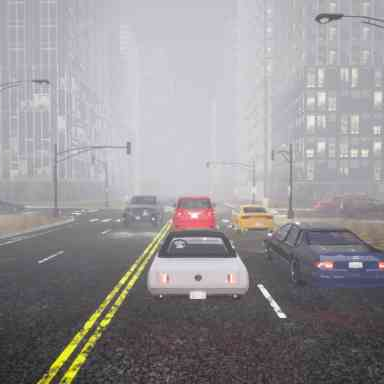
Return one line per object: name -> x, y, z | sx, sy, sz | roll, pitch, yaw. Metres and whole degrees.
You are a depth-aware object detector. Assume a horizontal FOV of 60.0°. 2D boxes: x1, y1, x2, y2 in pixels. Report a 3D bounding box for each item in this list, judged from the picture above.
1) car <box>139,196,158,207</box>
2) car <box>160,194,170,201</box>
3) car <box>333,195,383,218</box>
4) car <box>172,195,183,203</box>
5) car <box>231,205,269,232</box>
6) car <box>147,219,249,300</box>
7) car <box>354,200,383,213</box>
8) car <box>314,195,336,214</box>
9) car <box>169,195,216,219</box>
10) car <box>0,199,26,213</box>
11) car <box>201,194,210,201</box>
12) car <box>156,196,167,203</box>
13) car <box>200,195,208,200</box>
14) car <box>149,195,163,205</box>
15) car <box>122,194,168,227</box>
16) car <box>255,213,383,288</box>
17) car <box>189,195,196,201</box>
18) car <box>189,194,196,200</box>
car -> -6.541, 1.454, 50.715 | 2.128, 1.511, 4.902 | 0, 0, 0
car -> -6.415, 1.279, 80.589 | 2.097, 1.767, 4.553 | 0, 0, 0
car -> 16.234, 1.517, 30.731 | 5.009, 1.841, 2.192 | 1, 0, 1
car -> -3.175, 1.462, 71.497 | 2.128, 1.511, 4.902 | 0, 0, 0
car -> 3.374, 1.467, 19.146 | 1.882, 1.535, 5.008 | 0, 0, 1
car -> 0.110, 1.597, 8.300 | 1.895, 1.301, 4.718 | 0, 0, 0
car -> 21.851, 1.641, 39.012 | 4.829, 1.417, 1.752 | 1, 0, 1
car -> 16.431, 1.326, 36.516 | 5.566, 2.045, 2.150 | 0, 1, 1
car -> 0.119, 1.211, 18.059 | 2.150, 2.045, 5.566 | 0, 0, 0
car -> -19.357, 1.406, 33.943 | 4.181, 1.385, 1.994 | 1, 1, 1
car -> 3.337, 1.400, 82.011 | 1.882, 1.535, 5.008 | 0, 0, 0
car -> -6.425, 1.491, 70.289 | 1.994, 1.385, 4.181 | 0, 0, 0
car -> 3.349, 1.444, 92.370 | 2.033, 1.411, 5.357 | 0, 0, 0
car -> -6.490, 1.429, 60.389 | 1.882, 1.535, 5.008 | 0, 0, -1
car -> -3.213, 1.203, 22.813 | 2.150, 2.045, 5.566 | 0, 0, 1
car -> 3.364, 1.543, 9.327 | 2.033, 1.411, 5.357 | 0, 0, 0
car -> 0.087, 1.446, 82.154 | 1.812, 1.442, 4.674 | 0, 0, 0
car -> 0.098, 1.430, 91.955 | 1.812, 1.442, 4.674 | 0, 0, 0
